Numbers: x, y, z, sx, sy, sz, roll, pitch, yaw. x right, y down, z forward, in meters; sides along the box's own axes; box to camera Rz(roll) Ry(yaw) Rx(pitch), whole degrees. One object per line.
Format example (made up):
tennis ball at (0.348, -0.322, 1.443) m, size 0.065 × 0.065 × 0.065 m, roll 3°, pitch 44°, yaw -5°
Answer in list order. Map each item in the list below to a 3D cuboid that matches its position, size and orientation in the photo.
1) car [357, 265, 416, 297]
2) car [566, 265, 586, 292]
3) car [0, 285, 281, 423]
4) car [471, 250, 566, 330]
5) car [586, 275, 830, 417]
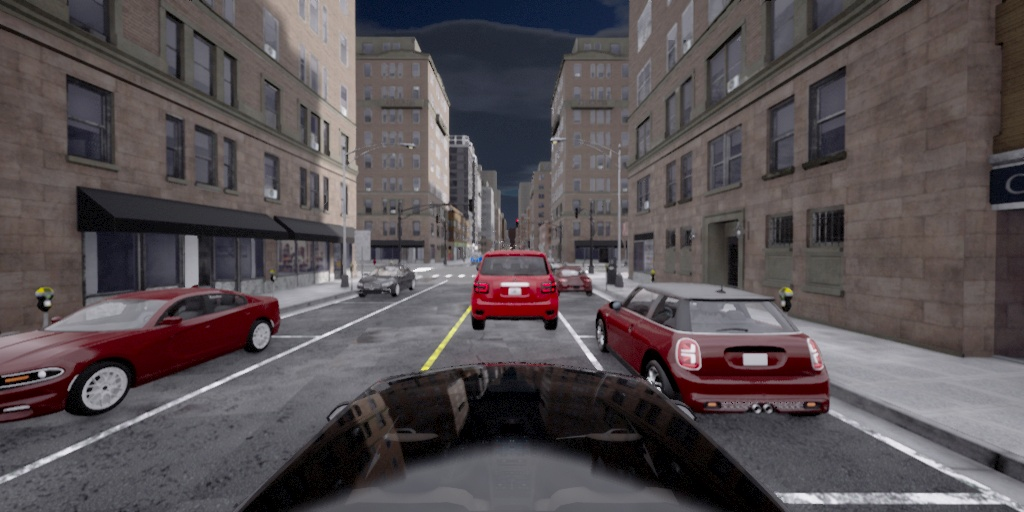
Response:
car at (-5.829, 1.095, 17.085) m, size 2.007 × 1.370 × 4.403 m, roll 0°, pitch 0°, yaw 0°
car at (2.697, 1.127, 17.075) m, size 1.802 × 1.307 × 4.207 m, roll 0°, pitch 0°, yaw 0°
car at (-5.850, 1.239, 5.894) m, size 1.888 × 1.381 × 4.507 m, roll 0°, pitch 0°, yaw 0°
car at (0.074, 0.851, 10.740) m, size 2.150 × 2.045 × 5.566 m, roll 0°, pitch 1°, yaw 0°
car at (2.676, 1.134, 5.887) m, size 1.967 × 1.591 × 4.097 m, roll 0°, pitch 0°, yaw 0°
